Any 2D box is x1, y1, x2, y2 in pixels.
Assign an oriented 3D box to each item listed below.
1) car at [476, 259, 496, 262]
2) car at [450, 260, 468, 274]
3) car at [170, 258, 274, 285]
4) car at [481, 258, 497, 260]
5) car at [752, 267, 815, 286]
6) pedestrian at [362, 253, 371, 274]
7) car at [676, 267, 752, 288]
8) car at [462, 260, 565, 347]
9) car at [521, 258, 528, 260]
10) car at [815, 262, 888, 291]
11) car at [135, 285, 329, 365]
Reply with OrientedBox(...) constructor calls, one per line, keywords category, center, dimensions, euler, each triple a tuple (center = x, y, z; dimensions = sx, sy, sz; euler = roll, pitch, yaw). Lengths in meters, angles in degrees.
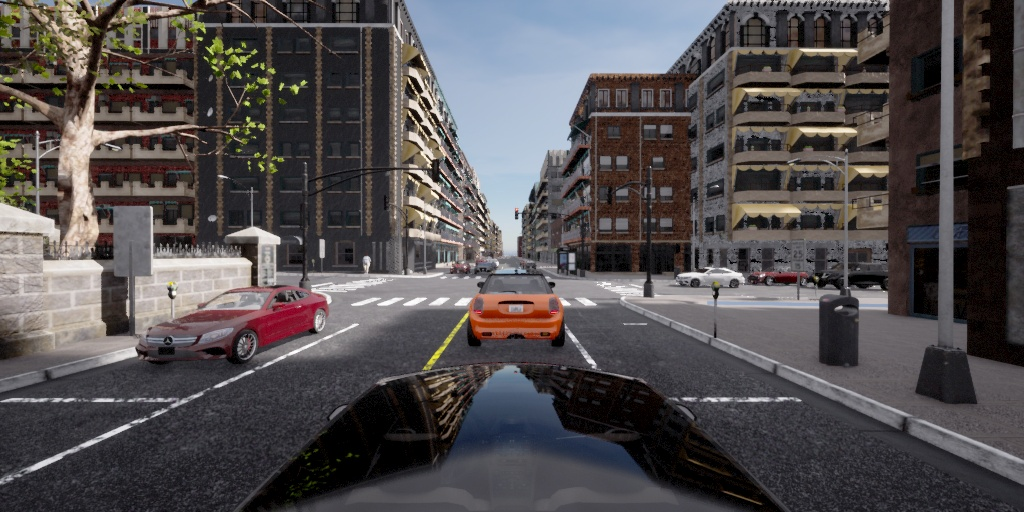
OrientedBox(category="car", center=(-3.162, 1.312, 41.018), dimensions=(1.994, 1.385, 4.181), euler=(0, 0, 0))
OrientedBox(category="car", center=(-5.758, 1.187, 40.420), dimensions=(1.967, 1.591, 4.097), euler=(0, 0, 0))
OrientedBox(category="car", center=(-18.117, 0.941, 22.591), dimensions=(5.008, 1.535, 1.882), euler=(1, 0, -1))
OrientedBox(category="car", center=(-3.174, 1.312, 50.059), dimensions=(1.994, 1.385, 4.181), euler=(0, 0, 0))
OrientedBox(category="car", center=(21.332, 1.570, 28.904), dimensions=(4.097, 1.591, 1.967), euler=(0, 0, -1))
OrientedBox(category="pedestrian", center=(-12.765, 0.651, 31.400), dimensions=(0.375, 1.860, 0.375), euler=(0, -1, -1))
OrientedBox(category="car", center=(14.472, 1.549, 26.249), dimensions=(4.674, 1.442, 1.812), euler=(1, 0, -2))
OrientedBox(category="car", center=(0.113, 1.101, 9.522), dimensions=(2.097, 1.767, 4.553), euler=(0, 0, 1))
OrientedBox(category="car", center=(2.602, 1.298, 51.706), dimensions=(2.007, 1.370, 4.403), euler=(0, 0, 0))
OrientedBox(category="car", center=(25.203, 1.435, 26.393), dimensions=(5.566, 2.045, 2.150), euler=(1, 0, -1))
OrientedBox(category="car", center=(-5.700, 1.331, 8.009), dimensions=(1.802, 1.307, 4.207), euler=(0, 0, 0))
